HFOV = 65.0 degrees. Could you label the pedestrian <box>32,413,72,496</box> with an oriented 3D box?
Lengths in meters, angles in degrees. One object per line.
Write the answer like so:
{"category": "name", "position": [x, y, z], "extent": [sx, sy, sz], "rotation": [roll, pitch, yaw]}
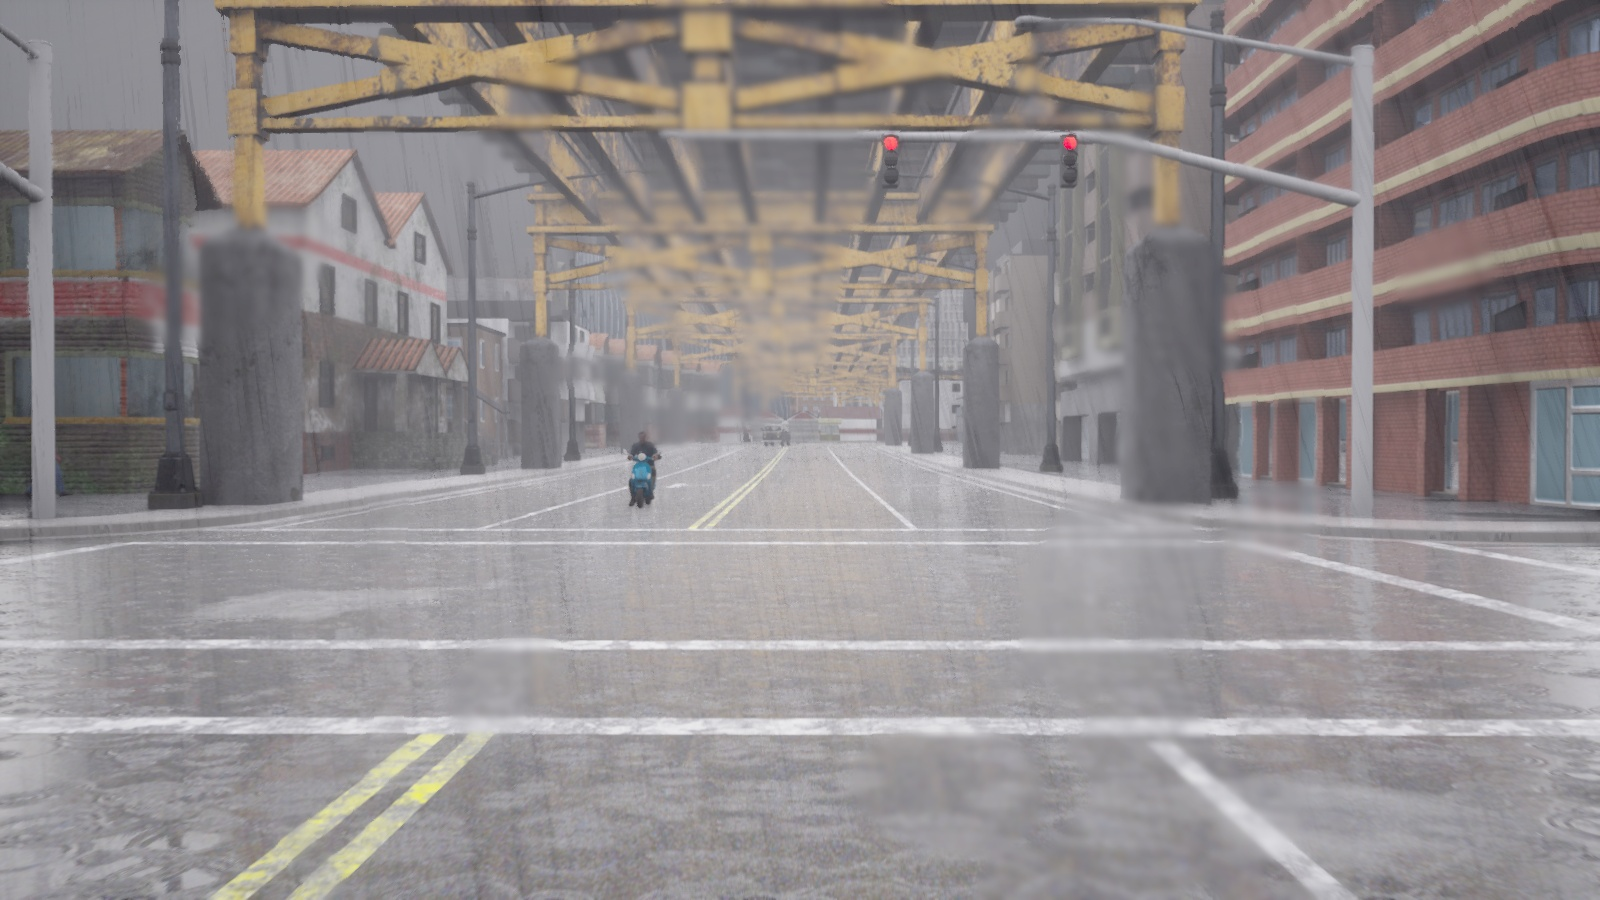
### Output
{"category": "pedestrian", "position": [-16.656, 0.097, 27.964], "extent": [0.706, 1.836, 0.354], "rotation": [0, 1, -38]}

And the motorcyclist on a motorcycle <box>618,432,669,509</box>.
{"category": "motorcyclist on a motorcycle", "position": [-3.336, 0.408, 26.880], "extent": [0.866, 1.590, 1.817], "rotation": [0, 1, 0]}
